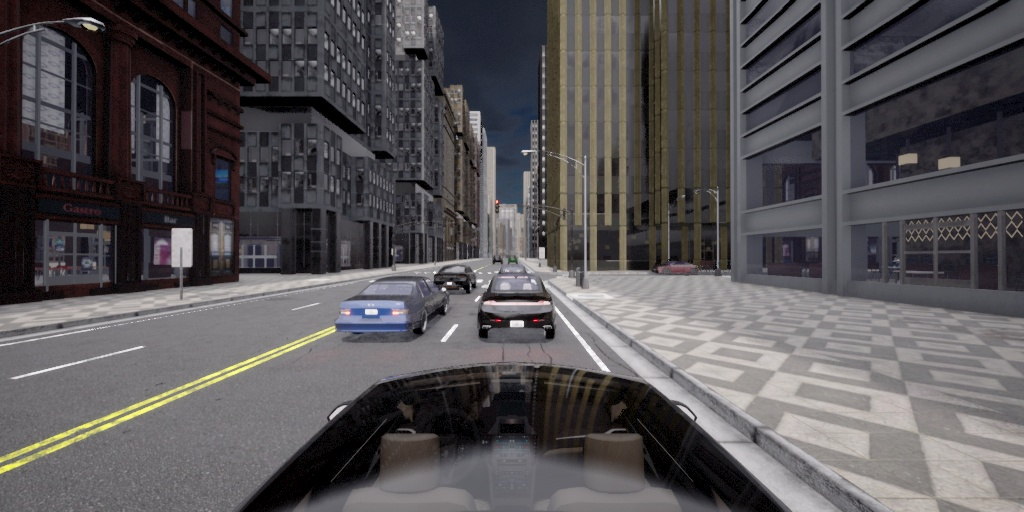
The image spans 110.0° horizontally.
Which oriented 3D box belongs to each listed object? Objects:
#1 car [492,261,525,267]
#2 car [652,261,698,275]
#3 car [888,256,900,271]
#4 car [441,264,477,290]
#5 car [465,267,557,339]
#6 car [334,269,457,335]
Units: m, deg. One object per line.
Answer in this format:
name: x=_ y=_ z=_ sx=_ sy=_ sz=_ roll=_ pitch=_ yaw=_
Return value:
car: x=0.042 y=1.223 z=19.511 sx=2.128 sy=1.511 sz=4.902 roll=0 pitch=0 yaw=0
car: x=16.282 y=1.186 z=35.837 sx=4.181 sy=1.385 sz=1.994 roll=0 pitch=0 yaw=0
car: x=40.314 y=0.750 z=35.811 sx=5.566 sy=2.045 sz=2.150 roll=0 pitch=0 yaw=0
car: x=-3.104 y=1.208 z=20.271 sx=1.882 sy=1.535 sz=5.008 roll=0 pitch=0 yaw=0
car: x=0.119 y=1.237 z=10.082 sx=2.128 sy=1.511 sz=4.902 roll=0 pitch=0 yaw=0
car: x=-3.130 y=1.292 z=10.502 sx=2.033 sy=1.411 sz=5.357 roll=0 pitch=0 yaw=0
